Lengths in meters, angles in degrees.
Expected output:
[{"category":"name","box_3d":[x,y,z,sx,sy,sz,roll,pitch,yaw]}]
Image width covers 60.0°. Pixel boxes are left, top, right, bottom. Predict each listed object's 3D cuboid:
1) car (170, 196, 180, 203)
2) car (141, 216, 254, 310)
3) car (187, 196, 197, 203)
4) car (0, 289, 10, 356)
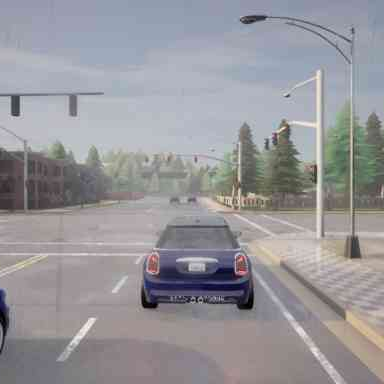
[{"category":"car","box_3d":[-3.495,1.504,68.307,1.837,1.490,4.892,0,0,0]},{"category":"car","box_3d":[0.155,1.352,8.018,2.097,1.767,4.553,0,0,2]},{"category":"car","box_3d":[0.005,1.504,68.306,1.837,1.490,4.892,0,0,0]},{"category":"car","box_3d":[-3.442,1.478,2.563,1.882,1.535,5.008,0,0,0]}]
